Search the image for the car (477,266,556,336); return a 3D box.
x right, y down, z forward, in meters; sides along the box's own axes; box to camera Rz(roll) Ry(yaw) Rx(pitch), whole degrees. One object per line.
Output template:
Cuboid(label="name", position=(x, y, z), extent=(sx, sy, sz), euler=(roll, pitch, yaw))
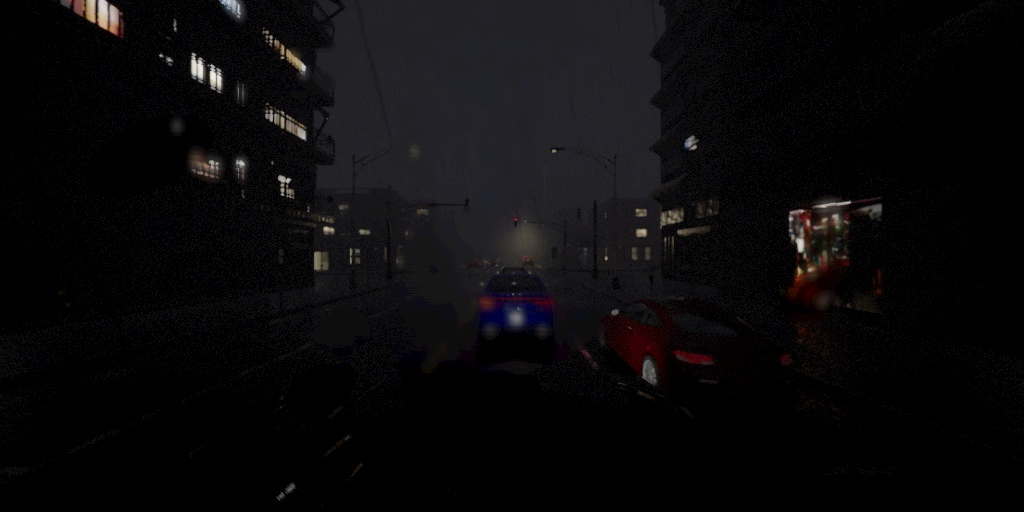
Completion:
Cuboid(label="car", position=(0.101, 1.204, 10.317), extent=(1.882, 1.535, 5.008), euler=(0, 0, 0))

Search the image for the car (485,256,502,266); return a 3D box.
Cuboid(label="car", position=(-3.064, 1.125, 60.061), extent=(1.837, 1.490, 4.892), euler=(0, 0, 0))

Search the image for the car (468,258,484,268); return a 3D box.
Cuboid(label="car", position=(-5.781, 1.172, 55.308), extent=(1.888, 1.381, 4.507), euler=(0, 0, 0))

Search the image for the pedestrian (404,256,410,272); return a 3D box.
Cuboid(label="pedestrian", position=(-12.513, 0.936, 42.563), extent=(0.375, 1.860, 0.375), euler=(0, 1, 0))

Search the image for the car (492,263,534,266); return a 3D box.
Cuboid(label="car", position=(0.101, 1.268, 19.258), extent=(1.994, 1.385, 4.181), euler=(0, 0, 0))

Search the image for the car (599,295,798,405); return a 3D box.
Cuboid(label="car", position=(2.690, 1.320, 6.078), extent=(1.802, 1.307, 4.207), euler=(0, 0, 0))

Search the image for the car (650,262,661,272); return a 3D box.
Cuboid(label="car", position=(17.494, 1.011, 39.636), extent=(4.313, 1.339, 1.948), euler=(0, 0, 0))

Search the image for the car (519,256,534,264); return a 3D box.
Cuboid(label="car", position=(2.688, 0.933, 60.829), extent=(2.192, 1.841, 5.009), euler=(0, 0, 0))
